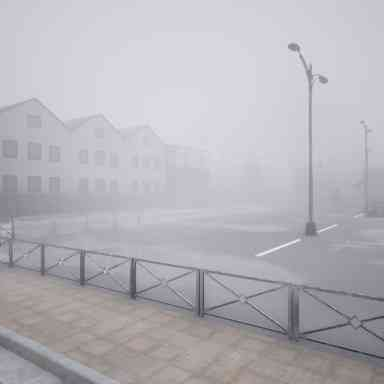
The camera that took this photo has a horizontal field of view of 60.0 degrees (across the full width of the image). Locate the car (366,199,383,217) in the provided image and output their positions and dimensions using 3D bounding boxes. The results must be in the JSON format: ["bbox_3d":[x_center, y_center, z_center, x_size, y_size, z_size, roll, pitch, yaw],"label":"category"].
[{"bbox_3d":[15.339,1.298,26.865,2.007,1.523,4.514,0,0,35],"label":"car"}]
